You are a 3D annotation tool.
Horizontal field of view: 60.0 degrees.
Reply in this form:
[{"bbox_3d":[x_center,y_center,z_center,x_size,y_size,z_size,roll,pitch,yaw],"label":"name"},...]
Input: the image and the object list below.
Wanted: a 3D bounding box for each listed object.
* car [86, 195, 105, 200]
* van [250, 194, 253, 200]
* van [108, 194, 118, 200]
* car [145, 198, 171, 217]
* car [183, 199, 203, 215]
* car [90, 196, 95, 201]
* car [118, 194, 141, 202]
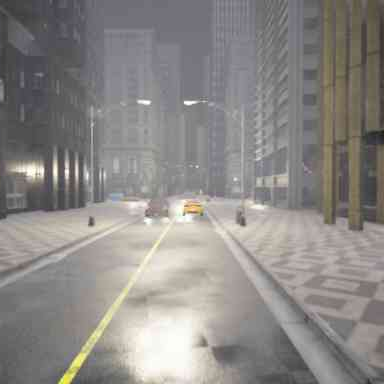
[{"bbox_3d":[-25.673,1.539,88.613,4.313,1.339,1.947,0,1,0],"label":"car"},{"bbox_3d":[17.725,1.454,88.801,3.998,1.788,1.690,0,1,0],"label":"van"},{"bbox_3d":[-20.259,1.330,88.633,3.998,1.788,1.690,0,1,0],"label":"van"},{"bbox_3d":[-3.104,1.358,30.924,2.097,1.767,4.553,0,0,0],"label":"car"},{"bbox_3d":[0.086,1.486,33.410,1.882,1.535,5.008,0,0,0],"label":"car"},{"bbox_3d":[-25.408,1.642,80.090,4.507,1.381,1.887,0,1,0],"label":"car"},{"bbox_3d":[-14.658,1.654,80.127,4.829,1.417,1.752,0,1,0],"label":"car"}]
